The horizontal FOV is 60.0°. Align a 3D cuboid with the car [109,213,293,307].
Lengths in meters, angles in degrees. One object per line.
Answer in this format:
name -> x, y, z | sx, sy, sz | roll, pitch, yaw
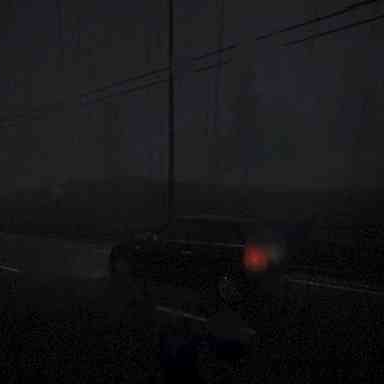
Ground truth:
car -> 0.022, 1.366, 8.276 | 4.553, 1.767, 2.097 | 0, 0, 36
